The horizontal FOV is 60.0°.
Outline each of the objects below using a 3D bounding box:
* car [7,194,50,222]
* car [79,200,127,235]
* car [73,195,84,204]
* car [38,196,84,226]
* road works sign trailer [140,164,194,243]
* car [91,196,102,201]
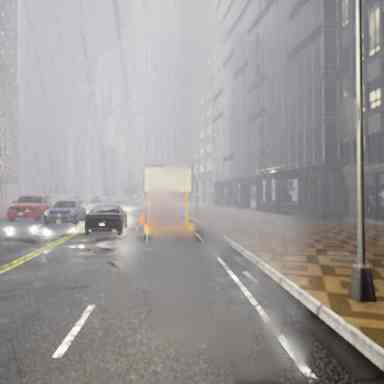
[{"bbox_3d":[-12.574,1.199,26.262,2.150,2.045,5.566,0,0,-9],"label":"car"},{"bbox_3d":[-4.790,1.472,18.984,1.882,1.535,5.008,0,0,-7],"label":"car"},{"bbox_3d":[-22.275,1.453,65.396,1.882,1.535,5.008,0,0,-19],"label":"car"},{"bbox_3d":[-8.897,1.338,23.542,2.097,1.767,4.553,0,0,-8],"label":"car"},{"bbox_3d":[-1.176,0.464,16.280,2.380,3.560,2.880,0,0,-7],"label":"road works sign trailer"},{"bbox_3d":[-18.420,1.469,64.044,1.882,1.535,5.008,0,0,-18],"label":"car"}]
